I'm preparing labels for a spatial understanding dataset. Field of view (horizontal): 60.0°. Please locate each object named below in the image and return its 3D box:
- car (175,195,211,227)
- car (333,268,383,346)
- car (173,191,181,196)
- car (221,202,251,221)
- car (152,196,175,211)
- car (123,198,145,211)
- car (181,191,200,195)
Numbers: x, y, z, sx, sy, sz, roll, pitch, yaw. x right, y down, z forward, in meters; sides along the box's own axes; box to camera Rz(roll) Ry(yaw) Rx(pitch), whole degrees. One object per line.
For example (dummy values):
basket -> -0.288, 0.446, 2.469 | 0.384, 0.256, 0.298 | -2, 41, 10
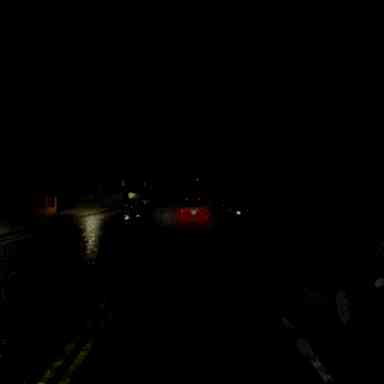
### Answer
car -> 0.103, 1.271, 22.368 | 2.097, 1.767, 4.553 | 0, 0, 0
car -> 3.352, 1.512, 3.833 | 1.812, 1.442, 4.674 | 0, 0, 0
car -> -3.240, 0.686, 78.197 | 2.150, 2.045, 5.566 | 0, 0, 0
car -> 3.355, 1.469, 25.951 | 1.994, 1.385, 4.181 | 0, 0, 0
car -> -3.339, 1.422, 37.830 | 1.994, 1.385, 4.181 | 0, 0, 0
car -> -6.588, 1.420, 38.281 | 1.994, 1.385, 4.181 | 0, 0, 0
car -> 0.104, 1.069, 40.594 | 2.150, 2.045, 5.566 | 0, 0, 0
